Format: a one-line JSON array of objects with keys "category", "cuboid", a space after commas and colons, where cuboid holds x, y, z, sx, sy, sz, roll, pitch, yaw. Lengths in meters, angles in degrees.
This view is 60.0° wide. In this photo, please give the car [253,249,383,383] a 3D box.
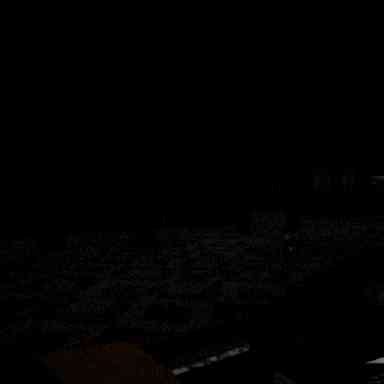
[{"category": "car", "cuboid": [2.739, 1.547, 4.469, 4.313, 1.339, 1.947, 1, 1, -34]}]

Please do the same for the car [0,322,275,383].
[{"category": "car", "cuboid": [-2.065, 1.446, 1.209, 4.829, 1.417, 1.752, 1, 1, -34]}]
